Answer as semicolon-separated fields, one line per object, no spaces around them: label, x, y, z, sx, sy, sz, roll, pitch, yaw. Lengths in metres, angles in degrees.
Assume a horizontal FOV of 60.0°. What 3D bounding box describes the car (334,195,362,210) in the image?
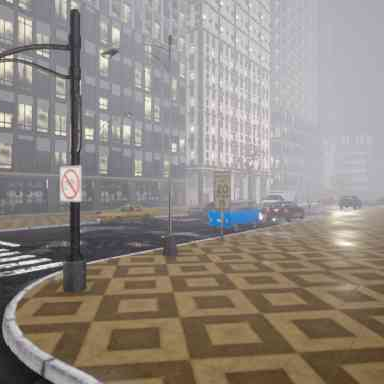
car;21.218;1.368;44.490;2.192;1.841;5.009;0;0;38

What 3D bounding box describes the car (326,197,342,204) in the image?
car;28.575;1.624;66.924;2.008;1.369;4.403;0;0;38

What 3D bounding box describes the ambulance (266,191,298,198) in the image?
ambulance;10.254;1.063;38.979;2.351;2.431;6.366;0;0;38

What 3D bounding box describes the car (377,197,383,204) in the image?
car;38.211;1.658;66.514;1.947;1.339;4.313;0;0;38

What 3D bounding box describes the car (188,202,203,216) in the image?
car;1.384;1.604;31.685;1.802;1.307;4.206;0;0;38

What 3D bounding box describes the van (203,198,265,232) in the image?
van;2.652;1.368;20.247;1.690;1.788;3.998;0;0;38

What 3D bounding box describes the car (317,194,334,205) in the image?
car;25.176;1.381;62.520;2.192;1.841;5.009;0;0;38

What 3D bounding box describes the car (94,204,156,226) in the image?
car;-4.733;1.540;23.969;1.752;1.417;4.829;0;0;38

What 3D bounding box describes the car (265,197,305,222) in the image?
car;7.623;1.472;26.870;1.967;1.590;4.097;0;0;38
